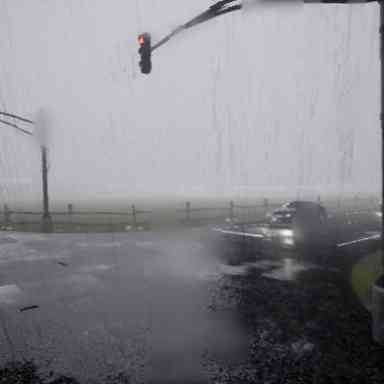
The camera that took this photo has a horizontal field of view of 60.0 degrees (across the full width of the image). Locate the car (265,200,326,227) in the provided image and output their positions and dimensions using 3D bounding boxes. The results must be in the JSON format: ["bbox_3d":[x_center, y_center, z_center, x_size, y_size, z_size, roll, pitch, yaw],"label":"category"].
[{"bbox_3d":[6.481,1.253,20.428,4.674,1.442,1.812,-1,1,-40],"label":"car"}]

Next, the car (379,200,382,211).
[{"bbox_3d":[19.253,0.852,31.001,4.553,1.767,2.097,-1,1,-40],"label":"car"}]
